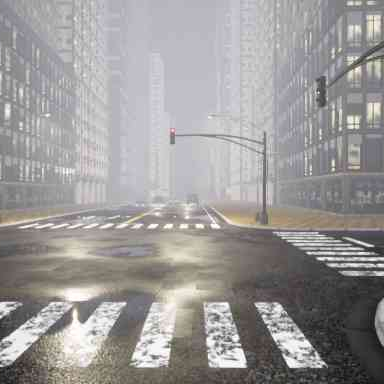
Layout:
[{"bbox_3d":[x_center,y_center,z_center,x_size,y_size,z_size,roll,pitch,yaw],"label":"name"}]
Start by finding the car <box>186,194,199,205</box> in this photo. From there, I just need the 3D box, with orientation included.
[{"bbox_3d":[0.111,1.323,60.142,2.150,2.045,5.566,0,0,0],"label":"car"}]

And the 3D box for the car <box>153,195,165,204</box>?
[{"bbox_3d":[-6.382,1.468,64.321,2.097,1.767,4.553,0,0,0],"label":"car"}]

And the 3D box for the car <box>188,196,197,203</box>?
[{"bbox_3d":[0.130,1.541,70.529,1.994,1.385,4.181,0,0,0],"label":"car"}]

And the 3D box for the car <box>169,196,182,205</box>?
[{"bbox_3d":[-3.139,1.702,60.146,1.895,1.301,4.718,0,0,0],"label":"car"}]

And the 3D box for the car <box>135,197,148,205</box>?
[{"bbox_3d":[-9.631,1.664,64.296,2.033,1.411,5.357,0,0,0],"label":"car"}]

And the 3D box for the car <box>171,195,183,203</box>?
[{"bbox_3d":[-3.121,1.495,70.118,2.128,1.511,4.902,0,0,0],"label":"car"}]
